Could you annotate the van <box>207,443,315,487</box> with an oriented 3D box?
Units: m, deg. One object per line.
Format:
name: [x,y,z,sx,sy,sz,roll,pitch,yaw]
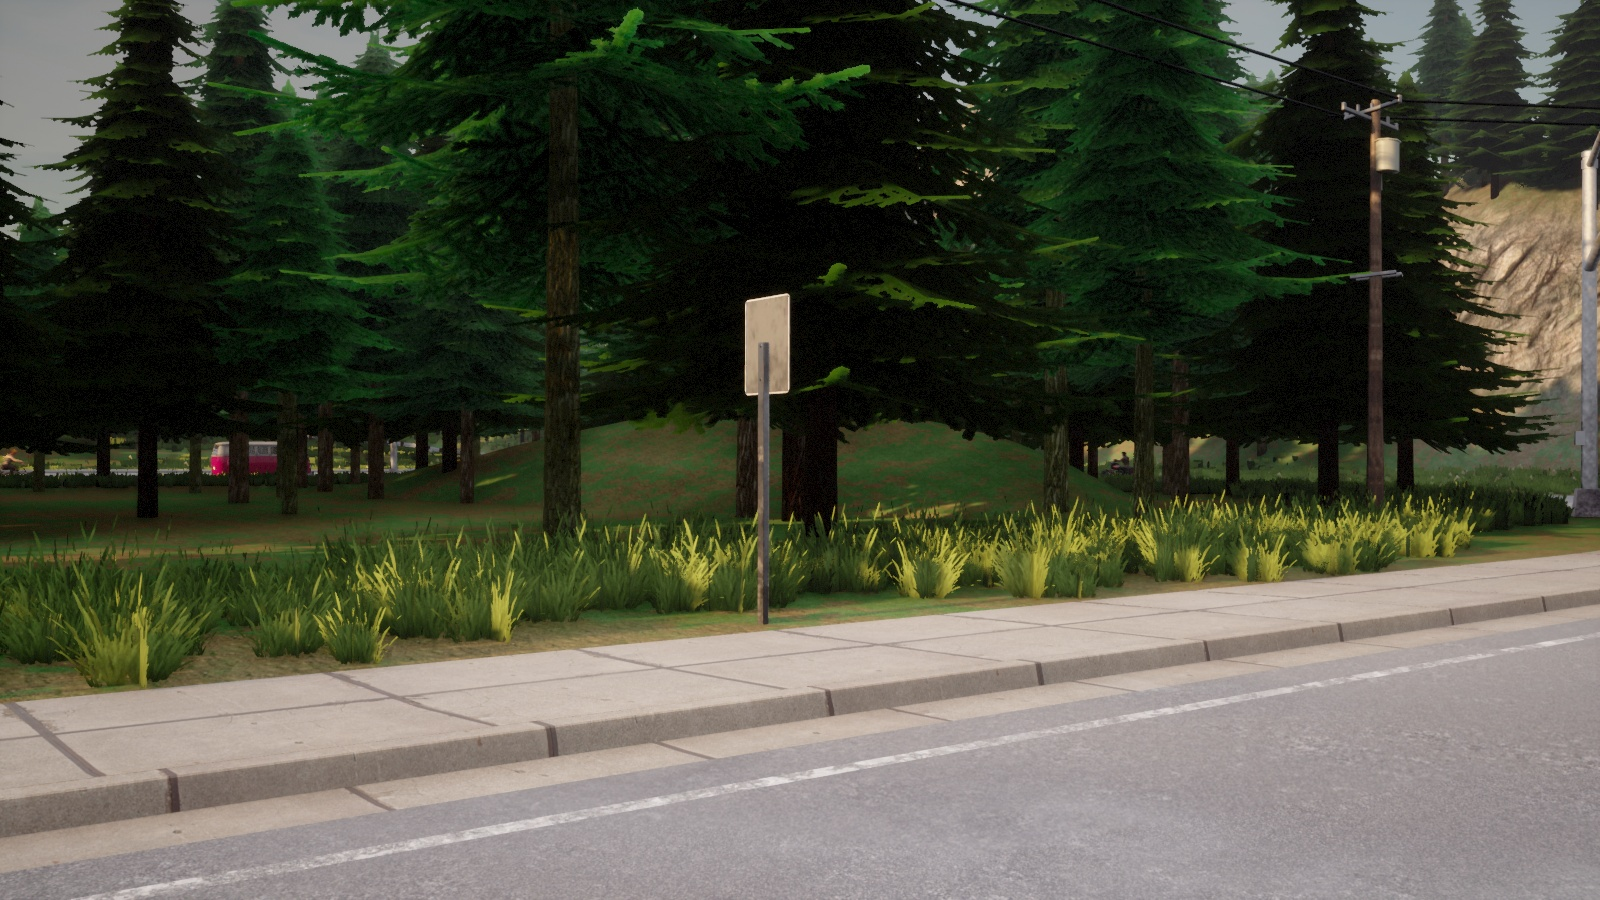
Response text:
van: [-25.500,0.697,59.442,4.442,1.987,1.775,0,0,-35]

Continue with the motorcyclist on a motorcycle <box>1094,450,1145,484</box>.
motorcyclist on a motorcycle: [15.523,0.812,61.066,0.766,1.649,2.350,0,0,-40]
